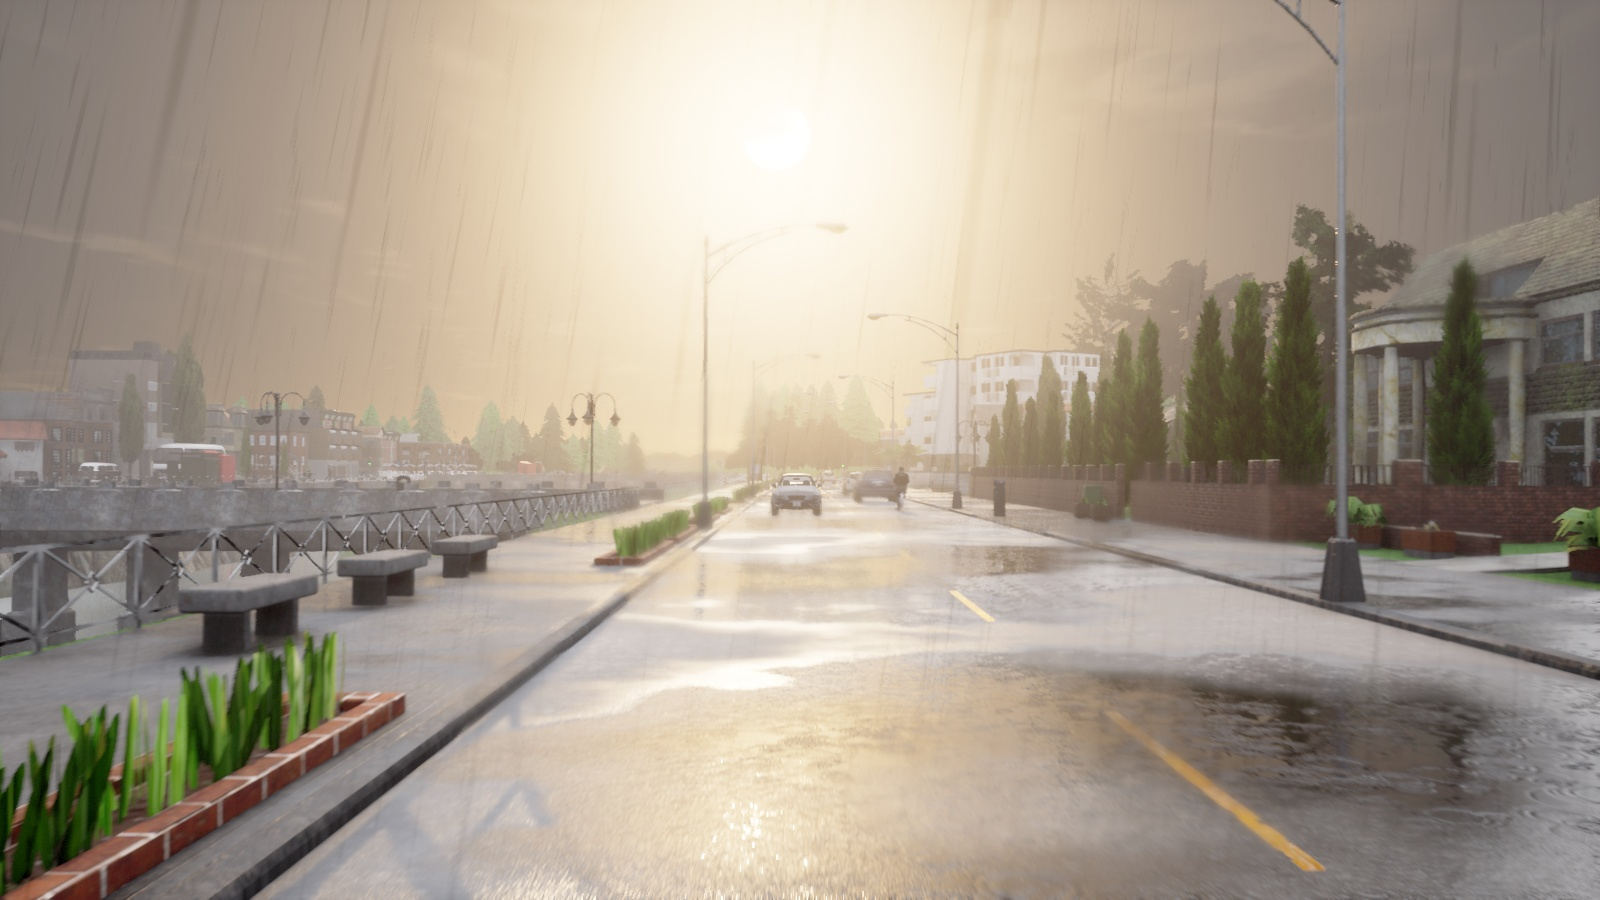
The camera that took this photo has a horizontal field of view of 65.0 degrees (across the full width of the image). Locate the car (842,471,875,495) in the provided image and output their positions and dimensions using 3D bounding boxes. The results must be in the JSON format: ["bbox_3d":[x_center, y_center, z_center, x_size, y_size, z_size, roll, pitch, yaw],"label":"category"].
[{"bbox_3d":[3.807,2.136,81.882,1.970,1.475,3.806,0,-1,0],"label":"car"}]

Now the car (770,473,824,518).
[{"bbox_3d":[-0.105,1.573,44.489,1.816,1.474,4.193,0,-1,0],"label":"car"}]

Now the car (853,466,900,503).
[{"bbox_3d":[3.850,1.726,63.840,2.097,1.767,4.553,0,-1,0],"label":"car"}]
